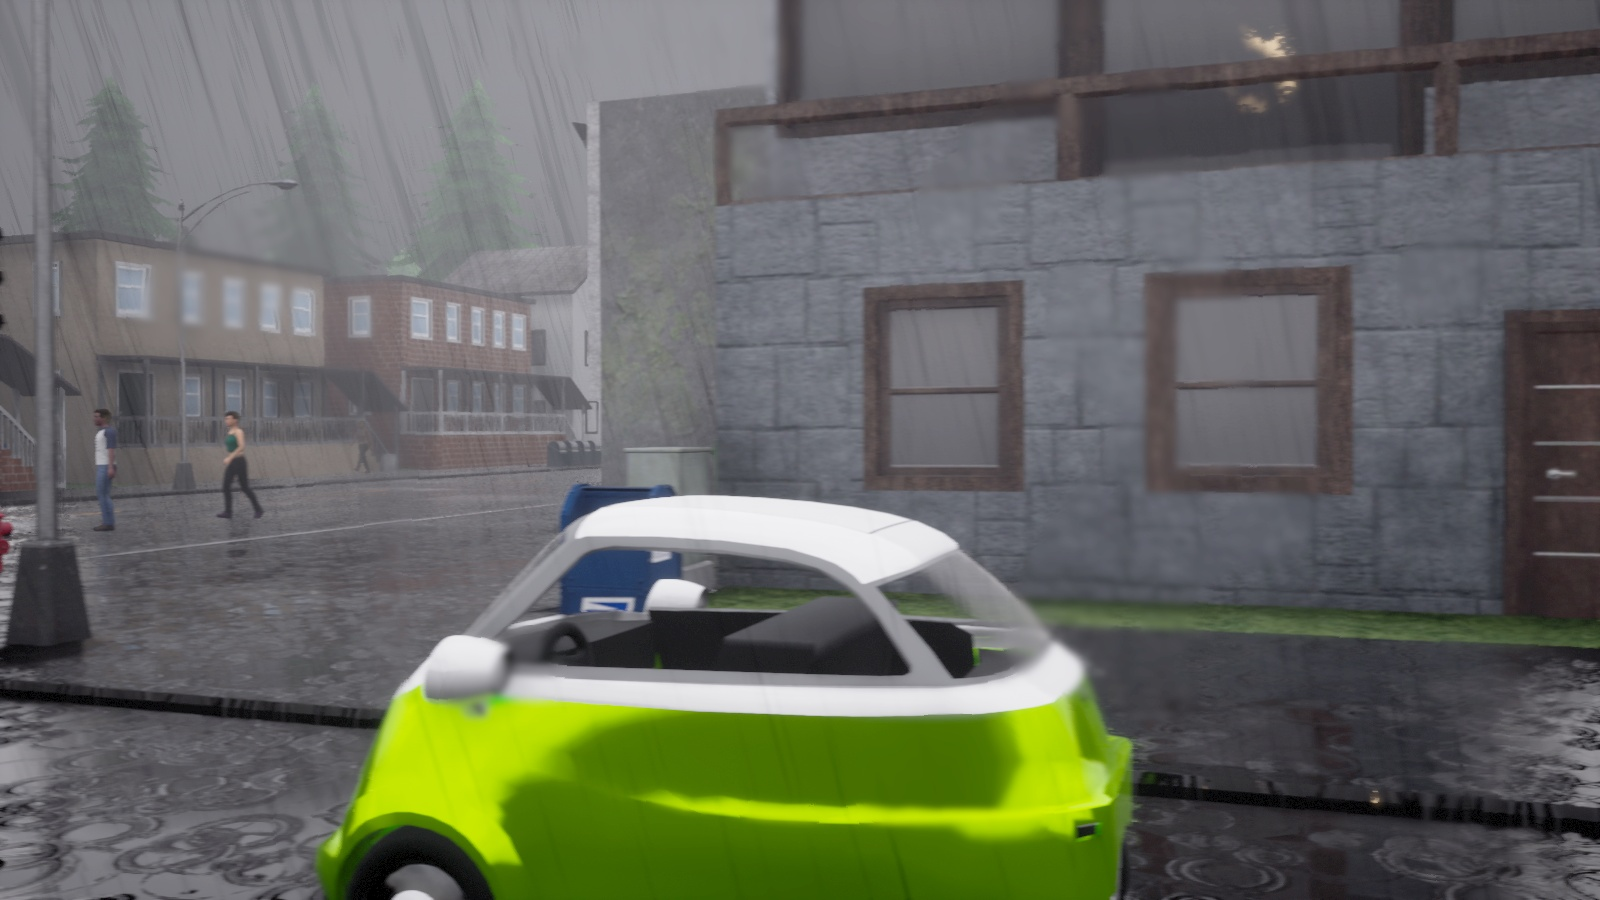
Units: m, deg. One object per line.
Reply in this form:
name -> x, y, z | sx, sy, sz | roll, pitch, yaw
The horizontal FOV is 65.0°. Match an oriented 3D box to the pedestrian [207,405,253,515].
pedestrian -> -9.613, 0.161, 21.183 | 0.345, 1.836, 0.594 | 1, 1, 37

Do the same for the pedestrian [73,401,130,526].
pedestrian -> -10.496, 0.194, 18.880 | 0.706, 1.836, 0.354 | 0, 1, -34

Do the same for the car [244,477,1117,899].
car -> -0.245, 0.820, 3.800 | 2.207, 1.376, 1.481 | 1, 1, 19

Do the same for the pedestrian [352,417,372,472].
pedestrian -> -14.759, -0.197, 42.303 | 0.331, 1.846, 0.634 | 1, 1, 18
